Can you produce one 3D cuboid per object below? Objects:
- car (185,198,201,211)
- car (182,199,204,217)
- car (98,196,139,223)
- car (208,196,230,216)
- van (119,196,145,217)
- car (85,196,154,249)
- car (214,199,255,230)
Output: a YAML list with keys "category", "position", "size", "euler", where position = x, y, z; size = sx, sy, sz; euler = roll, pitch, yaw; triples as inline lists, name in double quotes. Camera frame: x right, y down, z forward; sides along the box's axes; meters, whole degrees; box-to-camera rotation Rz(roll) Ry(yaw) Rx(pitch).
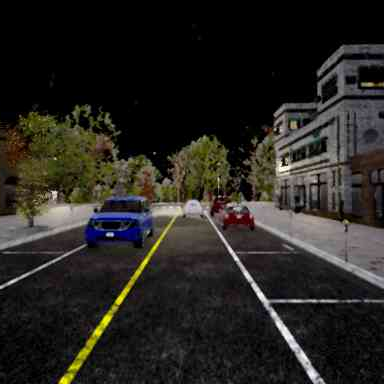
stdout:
- category: "car"
  position: [0.086, 1.534, 40.952]
  size: [1.812, 1.442, 4.674]
  euler: [0, 0, 0]
- category: "car"
  position: [0.088, 1.535, 30.742]
  size: [1.812, 1.442, 4.674]
  euler: [0, 0, 0]
- category: "car"
  position: [-5.687, 1.324, 26.470]
  size: [2.192, 1.841, 5.009]
  euler: [1, 0, 0]
- category: "car"
  position: [2.704, 1.324, 32.027]
  size: [2.192, 1.841, 5.009]
  euler: [1, 0, 0]
- category: "van"
  position: [-5.702, 1.350, 32.012]
  size: [1.690, 1.788, 3.998]
  euler: [1, 0, 0]
- category: "car"
  position: [-3.010, 1.228, 15.020]
  size: [2.150, 2.045, 5.566]
  euler: [0, 0, 0]
- category: "car"
  position: [2.693, 1.448, 20.942]
  size: [1.967, 1.590, 4.097]
  euler: [1, 0, 0]
